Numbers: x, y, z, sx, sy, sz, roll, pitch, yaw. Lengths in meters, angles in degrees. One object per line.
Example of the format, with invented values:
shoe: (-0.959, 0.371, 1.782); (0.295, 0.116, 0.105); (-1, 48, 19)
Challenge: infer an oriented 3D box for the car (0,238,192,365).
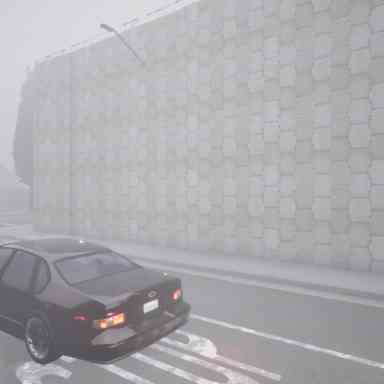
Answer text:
car: (-2.592, 1.547, 5.825); (5.357, 1.411, 2.033); (0, 0, 35)
